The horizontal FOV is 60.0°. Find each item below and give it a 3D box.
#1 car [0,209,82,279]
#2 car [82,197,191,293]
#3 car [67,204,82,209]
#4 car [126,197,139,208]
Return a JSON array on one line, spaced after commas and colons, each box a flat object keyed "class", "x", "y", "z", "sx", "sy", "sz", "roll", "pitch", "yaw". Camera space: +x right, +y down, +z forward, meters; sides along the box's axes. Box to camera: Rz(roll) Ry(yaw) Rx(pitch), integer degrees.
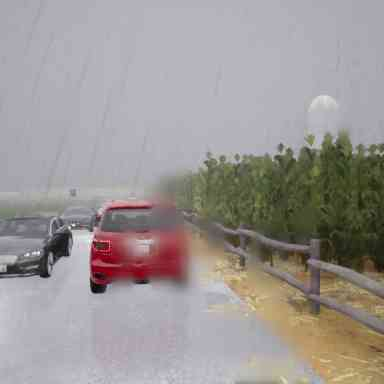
[{"class": "car", "x": -4.868, "y": 1.491, "z": 10.037, "sx": 2.128, "sy": 1.511, "sz": 4.902, "roll": 0, "pitch": 0, "yaw": -10}, {"class": "car", "x": -1.450, "y": 1.221, "z": 9.107, "sx": 2.150, "sy": 2.045, "sz": 5.566, "roll": 0, "pitch": 0, "yaw": -10}, {"class": "car", "x": -6.678, "y": 1.505, "z": 19.922, "sx": 1.837, "sy": 1.490, "sz": 4.892, "roll": 0, "pitch": 0, "yaw": -10}, {"class": "car", "x": -8.938, "y": 1.477, "z": 49.839, "sx": 1.882, "sy": 1.535, "sz": 5.008, "roll": 0, "pitch": 0, "yaw": -10}]
